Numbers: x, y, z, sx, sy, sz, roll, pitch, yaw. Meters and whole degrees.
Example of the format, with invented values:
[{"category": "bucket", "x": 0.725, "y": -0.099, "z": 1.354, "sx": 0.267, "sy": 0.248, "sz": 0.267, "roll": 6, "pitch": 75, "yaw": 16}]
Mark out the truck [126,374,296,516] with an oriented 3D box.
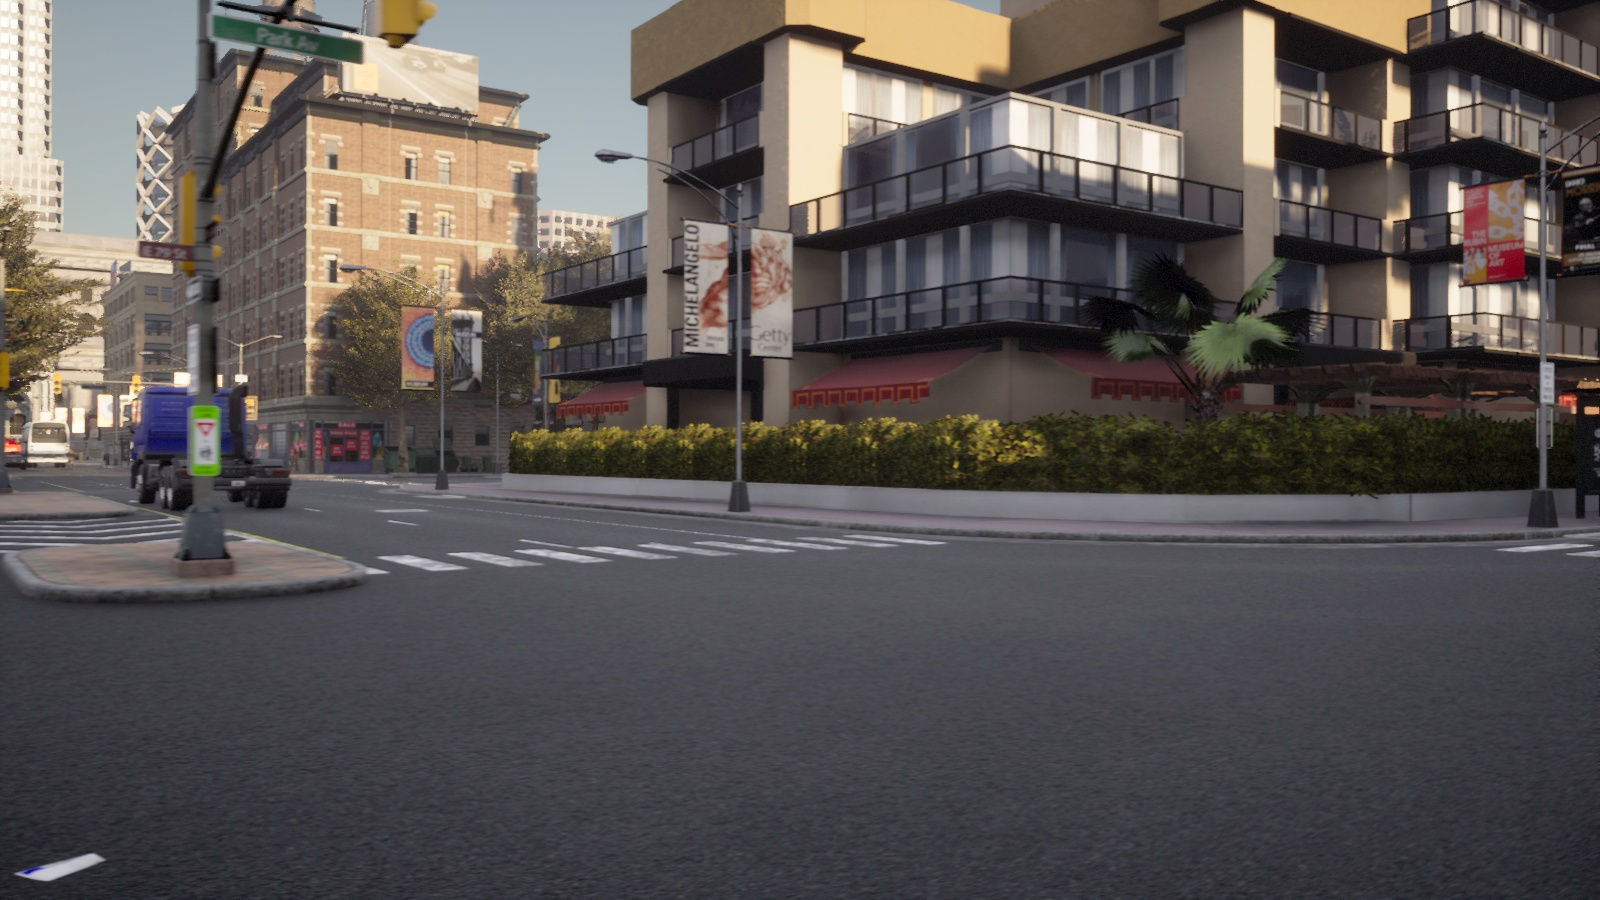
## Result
[{"category": "truck", "x": -16.407, "y": -0.119, "z": 34.633, "sx": 2.891, "sy": 3.462, "sz": 7.936, "roll": 0, "pitch": 0, "yaw": -35}]
